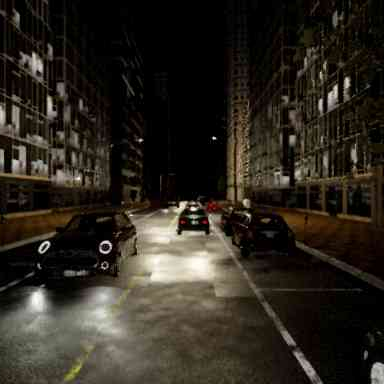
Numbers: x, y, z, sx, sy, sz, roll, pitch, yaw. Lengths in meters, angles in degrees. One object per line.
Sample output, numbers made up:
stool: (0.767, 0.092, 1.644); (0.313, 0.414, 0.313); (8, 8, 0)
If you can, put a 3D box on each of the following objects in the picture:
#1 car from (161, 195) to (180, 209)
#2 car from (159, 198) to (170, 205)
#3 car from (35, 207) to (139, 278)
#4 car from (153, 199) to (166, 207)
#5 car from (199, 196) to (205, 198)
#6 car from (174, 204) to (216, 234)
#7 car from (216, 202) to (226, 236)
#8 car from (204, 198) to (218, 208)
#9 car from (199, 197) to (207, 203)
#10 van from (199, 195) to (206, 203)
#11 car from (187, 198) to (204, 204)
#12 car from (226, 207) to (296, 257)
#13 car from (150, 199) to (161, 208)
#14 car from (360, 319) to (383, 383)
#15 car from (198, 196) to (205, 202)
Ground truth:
car: (-3.030, 1.523, 51.370); (2.150, 2.045, 5.566); (0, 0, 0)
car: (-5.729, 1.946, 70.256); (1.887, 1.381, 4.507); (0, 0, 0)
car: (-3.007, 1.420, 10.416); (2.097, 1.767, 4.553); (0, 0, 0)
car: (-5.723, 1.927, 58.871); (1.802, 1.307, 4.206); (0, 0, 0)
car: (2.658, 1.910, 58.868); (1.947, 1.339, 4.313); (0, 0, 0)
car: (0.088, 1.675, 20.033); (2.033, 1.411, 5.357); (0, 0, 0)
car: (2.680, 1.561, 19.023); (1.967, 1.590, 4.097); (0, 0, 0)
car: (2.668, 1.800, 41.792); (1.887, 1.381, 4.507); (0, 0, 0)
car: (2.645, 2.021, 81.637); (1.947, 1.339, 4.313); (0, 0, 0)
van: (2.643, 1.821, 87.332); (1.690, 1.788, 3.998); (0, 0, 0)
car: (0.077, 1.798, 40.957); (2.033, 1.411, 5.357); (0, 0, 0)
car: (2.683, 1.526, 13.331); (1.967, 1.590, 4.097); (0, 0, 0)
car: (-5.719, 1.861, 53.178); (1.887, 1.381, 4.507); (0, 0, 0)
car: (2.689, 1.565, 1.945); (2.008, 1.369, 4.403); (0, 0, 0)
car: (2.639, 1.945, 93.022); (1.967, 1.590, 4.097); (0, 0, 0)
